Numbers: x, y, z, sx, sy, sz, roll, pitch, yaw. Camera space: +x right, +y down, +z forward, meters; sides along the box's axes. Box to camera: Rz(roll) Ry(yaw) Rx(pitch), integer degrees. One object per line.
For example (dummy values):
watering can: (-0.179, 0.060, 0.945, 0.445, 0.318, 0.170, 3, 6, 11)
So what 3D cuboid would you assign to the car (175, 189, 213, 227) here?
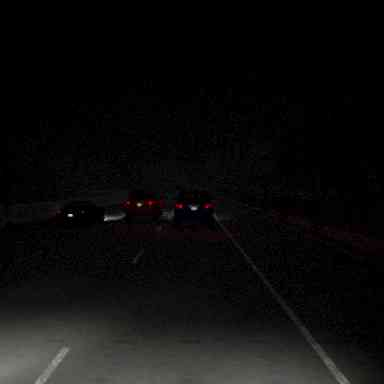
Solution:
car: (0.108, 0.927, 20.352, 2.150, 2.045, 5.566, 0, 1, 0)

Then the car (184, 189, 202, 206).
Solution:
car: (0.117, 0.621, 41.605, 2.150, 2.045, 5.566, 0, 1, 0)

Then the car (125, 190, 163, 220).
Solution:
car: (-3.391, 0.873, 24.090, 2.150, 2.045, 5.566, 0, 1, 0)

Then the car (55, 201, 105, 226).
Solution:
car: (-6.893, 1.261, 20.870, 1.994, 1.385, 4.181, 0, 1, 0)
